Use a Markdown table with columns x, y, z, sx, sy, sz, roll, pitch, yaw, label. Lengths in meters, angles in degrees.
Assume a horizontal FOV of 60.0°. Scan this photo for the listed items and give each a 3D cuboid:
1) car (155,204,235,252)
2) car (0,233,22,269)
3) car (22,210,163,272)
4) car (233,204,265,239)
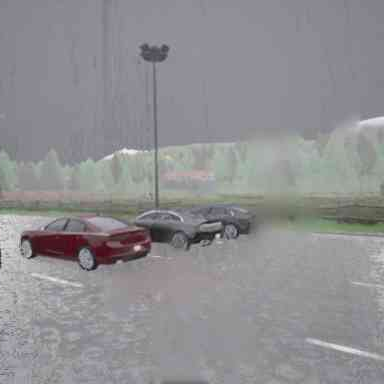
| x | y | z | sx | sy | sz | roll | pitch | yaw | label |
| --- | --- | --- | --- | --- | --- | --- | --- | --- | --- |
| -1.069 | 1.377 | 13.253 | 4.902 | 1.511 | 2.128 | 0 | 1 | 35 | car |
| -6.843 | 1.521 | 8.680 | 4.902 | 1.511 | 2.128 | -1 | 1 | 35 | car |
| -3.567 | 1.430 | 10.724 | 5.008 | 1.535 | 1.882 | 0 | 1 | 35 | car |
| 1.067 | 1.328 | 16.028 | 4.892 | 1.490 | 1.837 | 0 | 1 | 35 | car |
